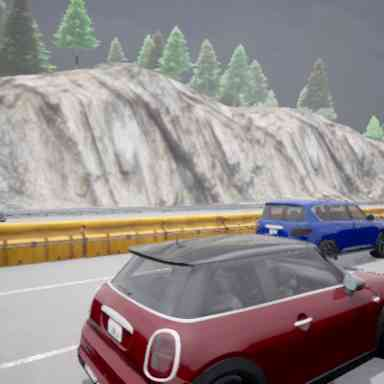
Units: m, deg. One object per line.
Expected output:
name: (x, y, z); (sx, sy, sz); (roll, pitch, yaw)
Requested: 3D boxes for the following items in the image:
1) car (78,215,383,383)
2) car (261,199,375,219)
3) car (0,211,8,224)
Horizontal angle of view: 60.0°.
car: (0.983, 1.368, 4.460); (4.553, 1.767, 2.097); (0, 0, -36)
car: (4.578, 1.277, 11.331); (5.566, 2.045, 2.150); (0, 0, -36)
car: (-14.019, 1.529, 19.698); (5.357, 1.411, 2.033); (0, 0, -35)
